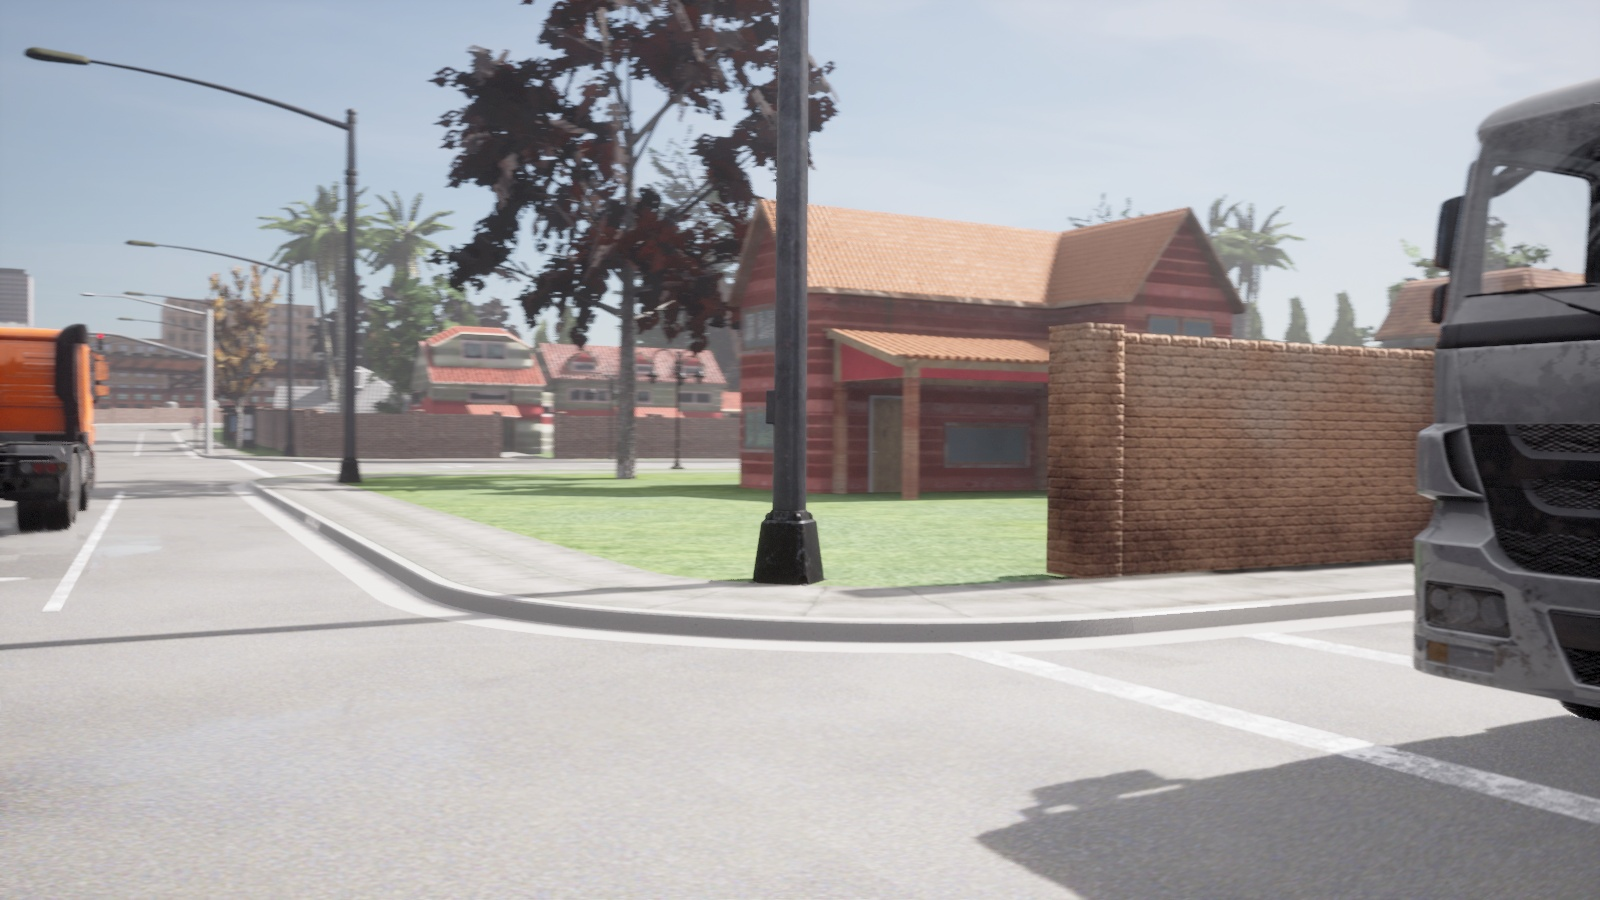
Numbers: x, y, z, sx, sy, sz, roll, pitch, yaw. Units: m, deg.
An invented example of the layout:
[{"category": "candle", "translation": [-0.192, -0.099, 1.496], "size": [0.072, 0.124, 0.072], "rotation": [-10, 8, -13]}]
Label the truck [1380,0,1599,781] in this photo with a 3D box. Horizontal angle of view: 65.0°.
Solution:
[{"category": "truck", "translation": [7.142, -0.354, 7.002], "size": [7.936, 3.462, 2.891], "rotation": [-1, 1, -28]}]

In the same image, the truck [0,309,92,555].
[{"category": "truck", "translation": [-13.660, -0.266, 20.951], "size": [2.891, 3.462, 7.936], "rotation": [-1, 1, -28]}]

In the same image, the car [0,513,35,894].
[{"category": "car", "translation": [-5.126, 0.901, 5.173], "size": [4.718, 1.301, 1.895], "rotation": [0, 1, 39]}]
